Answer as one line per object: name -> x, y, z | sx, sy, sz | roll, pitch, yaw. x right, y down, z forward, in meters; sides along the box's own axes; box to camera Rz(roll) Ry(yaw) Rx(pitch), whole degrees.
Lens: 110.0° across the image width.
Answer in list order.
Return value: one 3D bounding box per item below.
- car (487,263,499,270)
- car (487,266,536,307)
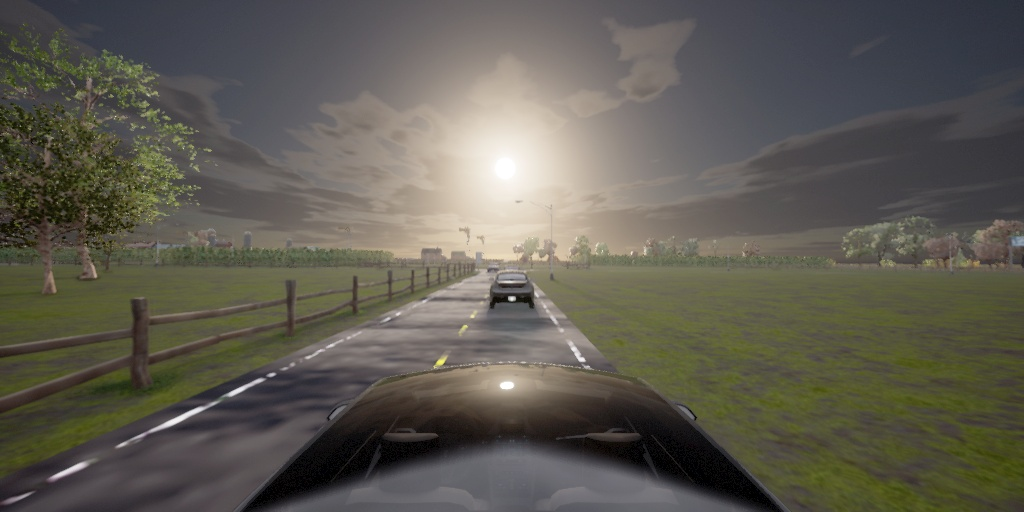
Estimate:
car -> -2.751, 1.767, 54.606 | 2.033, 1.411, 5.357 | 0, -1, 0
car -> 0.005, 1.391, 16.162 | 1.837, 1.490, 4.892 | 0, 0, 0
